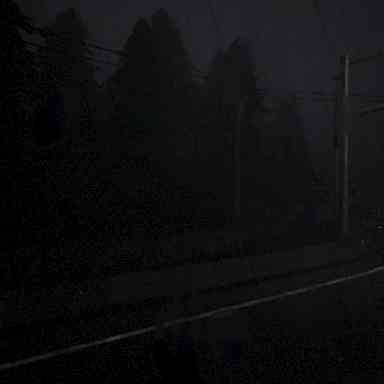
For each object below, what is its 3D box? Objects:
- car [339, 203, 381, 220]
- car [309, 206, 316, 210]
[{"bbox_3d":[16.184,1.894,32.240,1.837,1.490,4.892,1,0,-5],"label":"car"},{"bbox_3d":[13.460,1.925,42.264,2.128,1.511,4.902,1,0,-27],"label":"car"}]
